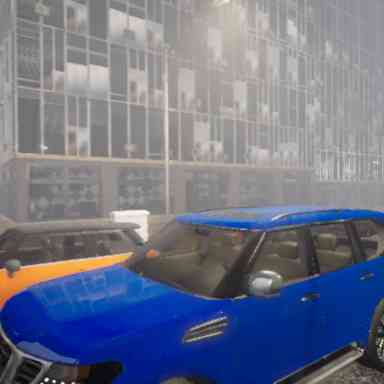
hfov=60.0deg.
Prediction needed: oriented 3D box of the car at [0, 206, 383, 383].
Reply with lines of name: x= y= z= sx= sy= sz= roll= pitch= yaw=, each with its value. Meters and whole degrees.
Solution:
car: x=0.631 y=1.232 z=4.150 sx=5.566 sy=2.045 sz=2.150 roll=0 pitch=0 yaw=-36

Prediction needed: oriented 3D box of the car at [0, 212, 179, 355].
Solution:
car: x=-2.725 y=1.353 z=5.761 sx=4.553 sy=1.767 sz=2.097 roll=0 pitch=0 yaw=-34

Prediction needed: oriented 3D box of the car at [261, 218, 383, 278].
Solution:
car: x=4.629 y=1.644 z=10.940 sx=4.718 sy=1.301 sz=1.895 roll=0 pitch=0 yaw=-35
